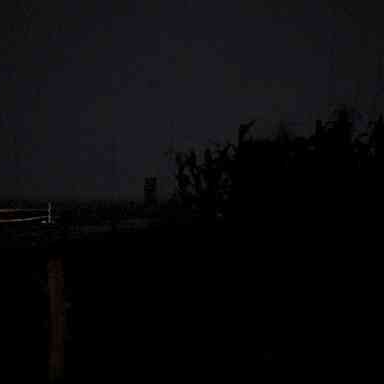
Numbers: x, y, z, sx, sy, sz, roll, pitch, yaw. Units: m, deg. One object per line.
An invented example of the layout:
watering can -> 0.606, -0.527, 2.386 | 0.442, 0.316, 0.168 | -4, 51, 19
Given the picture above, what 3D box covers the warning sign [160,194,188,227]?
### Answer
warning sign -> -1.073, 1.076, 19.857 | 1.300, 1.860, 1.060 | 2, 1, 35
